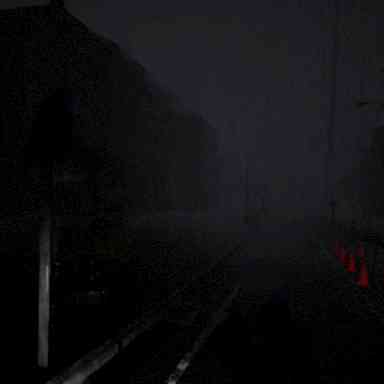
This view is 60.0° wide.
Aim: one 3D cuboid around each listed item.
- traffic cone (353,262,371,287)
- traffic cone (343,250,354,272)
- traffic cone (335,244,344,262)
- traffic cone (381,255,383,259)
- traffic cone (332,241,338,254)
[{"bbox_3d":[4.797,2.297,9.292,0.340,0.580,0.340,2,-1,17],"label":"traffic cone"},{"bbox_3d":[5.379,2.365,11.206,0.340,0.580,0.340,2,-1,17],"label":"traffic cone"},{"bbox_3d":[5.960,2.438,13.120,0.340,0.580,0.340,2,-2,17],"label":"traffic cone"},{"bbox_3d":[8.451,2.589,14.450,0.340,0.580,0.340,2,-2,17],"label":"traffic cone"},{"bbox_3d":[6.541,2.518,15.034,0.340,0.580,0.340,2,-2,17],"label":"traffic cone"}]
